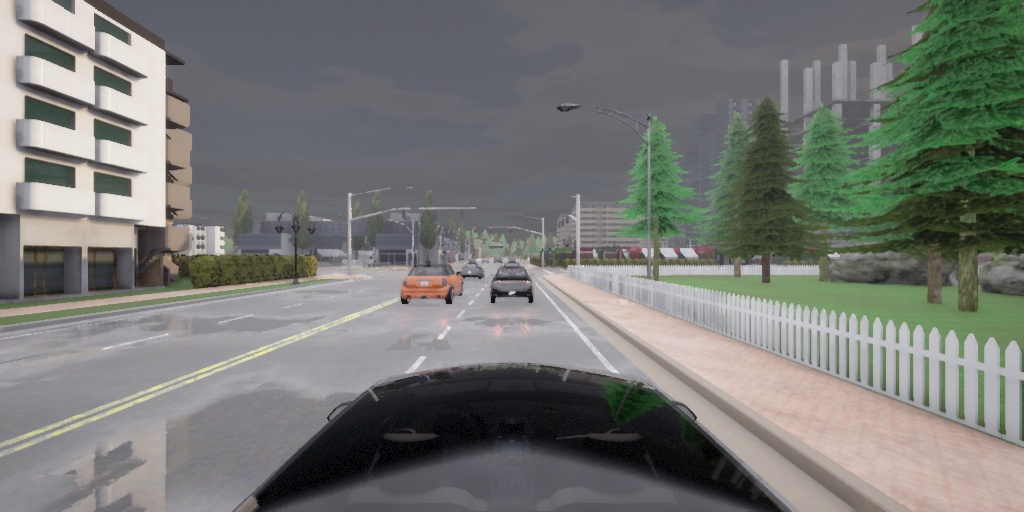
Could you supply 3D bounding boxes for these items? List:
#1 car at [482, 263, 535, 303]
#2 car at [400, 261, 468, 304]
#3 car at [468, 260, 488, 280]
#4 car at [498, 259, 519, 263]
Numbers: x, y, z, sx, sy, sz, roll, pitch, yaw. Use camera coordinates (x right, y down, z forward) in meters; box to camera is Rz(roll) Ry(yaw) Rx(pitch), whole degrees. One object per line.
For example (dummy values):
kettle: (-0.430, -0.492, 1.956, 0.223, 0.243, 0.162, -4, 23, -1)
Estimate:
car: (0.000, 1.243, 16.500, 2.128, 1.511, 4.902, 0, 0, 0)
car: (-3.500, 1.114, 16.470, 2.097, 1.767, 4.553, 0, 0, 0)
car: (-3.500, 1.321, 31.500, 1.994, 1.385, 4.181, 0, 0, 0)
car: (0.000, 1.265, 31.500, 1.837, 1.490, 4.892, 0, 0, 0)
